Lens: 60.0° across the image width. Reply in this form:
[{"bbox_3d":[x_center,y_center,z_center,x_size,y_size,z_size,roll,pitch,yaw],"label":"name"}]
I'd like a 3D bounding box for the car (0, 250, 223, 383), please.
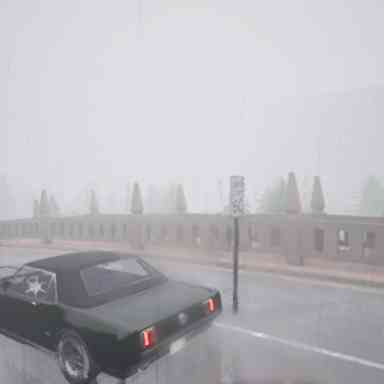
[{"bbox_3d":[-1.981,1.652,5.405,4.718,1.301,1.895,-1,-1,35],"label":"car"}]
